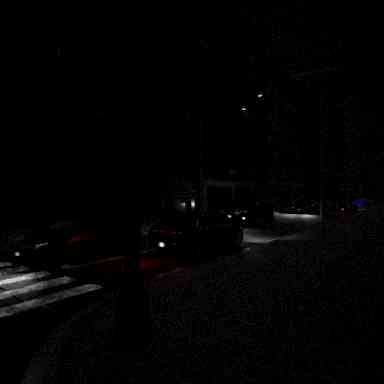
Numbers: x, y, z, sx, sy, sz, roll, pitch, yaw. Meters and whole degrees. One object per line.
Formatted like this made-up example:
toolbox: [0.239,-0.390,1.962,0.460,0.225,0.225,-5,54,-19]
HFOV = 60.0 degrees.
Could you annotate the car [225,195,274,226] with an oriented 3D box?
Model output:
car: [3.944,1.215,23.340,2.150,2.045,5.566,0,0,35]

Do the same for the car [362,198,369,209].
car: [23.589,1.536,46.749,1.812,1.442,4.674,0,0,35]

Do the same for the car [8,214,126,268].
car: [-3.869,1.520,11.641,1.812,1.442,4.674,0,0,31]

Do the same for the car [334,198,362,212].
car: [17.840,1.605,38.352,1.895,1.301,4.718,0,0,35]

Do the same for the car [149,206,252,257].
car: [0.361,1.510,13.147,1.837,1.490,4.892,0,0,35]

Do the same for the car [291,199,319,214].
car: [11.914,1.495,34.841,1.837,1.490,4.892,0,0,35]
